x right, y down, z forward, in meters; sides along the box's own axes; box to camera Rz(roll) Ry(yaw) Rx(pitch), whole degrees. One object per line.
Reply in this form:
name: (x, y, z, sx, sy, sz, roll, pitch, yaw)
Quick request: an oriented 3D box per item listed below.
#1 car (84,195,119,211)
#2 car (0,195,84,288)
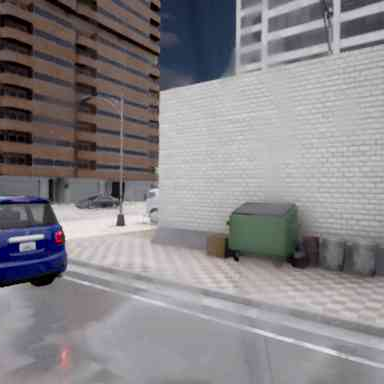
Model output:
car: (-9.879, 1.108, 34.946, 1.837, 1.490, 4.892, 1, 1, 36)
car: (-5.210, 1.080, 7.715, 5.566, 2.045, 2.150, 1, 0, 36)
